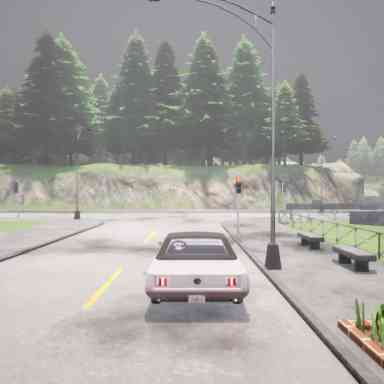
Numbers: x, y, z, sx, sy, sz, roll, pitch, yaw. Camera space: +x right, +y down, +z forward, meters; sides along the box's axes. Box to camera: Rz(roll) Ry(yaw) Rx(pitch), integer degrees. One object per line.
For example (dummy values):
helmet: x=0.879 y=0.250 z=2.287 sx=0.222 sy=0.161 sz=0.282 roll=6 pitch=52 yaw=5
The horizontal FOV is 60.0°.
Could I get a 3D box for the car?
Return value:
car: x=0.095 y=1.600 z=8.086 sx=1.895 sy=1.301 sz=4.718 roll=0 pitch=0 yaw=0
